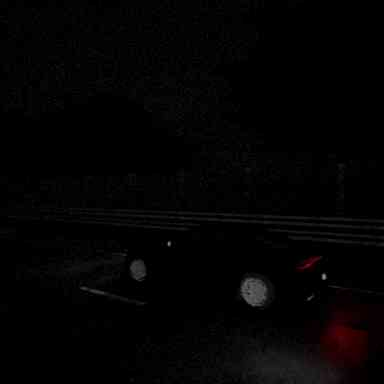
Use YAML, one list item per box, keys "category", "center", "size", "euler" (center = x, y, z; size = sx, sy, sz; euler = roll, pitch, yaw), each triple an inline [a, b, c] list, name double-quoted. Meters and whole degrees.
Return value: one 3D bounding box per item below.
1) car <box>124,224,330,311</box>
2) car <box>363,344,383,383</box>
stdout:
- category: "car"
  center: [0.554, 1.492, 7.889]
  size: [5.008, 1.535, 1.882]
  euler: [0, 0, 35]
- category: "car"
  center: [3.470, 1.497, 1.521]
  size: [4.892, 1.490, 1.837]
  euler: [0, 0, 35]
